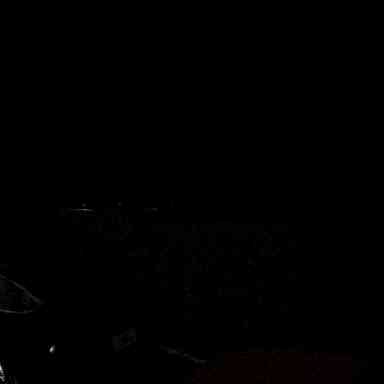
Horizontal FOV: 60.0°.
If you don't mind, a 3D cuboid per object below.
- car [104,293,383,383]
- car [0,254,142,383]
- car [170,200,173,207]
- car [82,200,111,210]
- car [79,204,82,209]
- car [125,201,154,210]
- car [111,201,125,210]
[{"bbox_3d":[1.879,1.525,1.625,4.829,1.417,1.752,0,0,35],"label":"car"},{"bbox_3d":[-2.390,1.569,4.669,4.313,1.339,1.947,0,0,35],"label":"car"},{"bbox_3d":[-3.103,2.455,69.477,2.128,1.511,4.902,0,-1,36],"label":"car"},{"bbox_3d":[-15.910,2.303,57.327,1.812,1.442,4.674,0,-1,36],"label":"car"},{"bbox_3d":[-17.986,2.308,59.962,1.837,1.490,4.892,0,-1,36],"label":"car"},{"bbox_3d":[-8.507,2.332,56.347,1.837,1.490,4.892,0,-1,36],"label":"car"},{"bbox_3d":[-11.139,2.327,58.253,2.128,1.511,4.902,0,-1,36],"label":"car"}]
